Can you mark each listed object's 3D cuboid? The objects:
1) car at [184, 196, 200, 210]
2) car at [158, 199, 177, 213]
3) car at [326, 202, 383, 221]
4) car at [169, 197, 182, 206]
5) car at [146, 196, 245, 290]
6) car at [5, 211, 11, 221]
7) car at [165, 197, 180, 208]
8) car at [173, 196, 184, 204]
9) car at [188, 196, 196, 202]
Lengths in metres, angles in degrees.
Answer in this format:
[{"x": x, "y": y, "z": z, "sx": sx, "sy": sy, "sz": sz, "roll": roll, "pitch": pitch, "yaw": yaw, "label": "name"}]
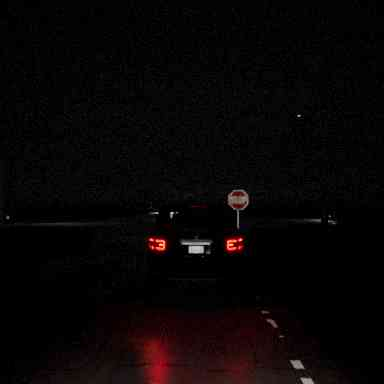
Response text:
[{"x": 0.007, "y": 1.382, "z": 44.445, "sx": 2.097, "sy": 1.767, "sz": 4.553, "roll": 0, "pitch": 0, "yaw": 1, "label": "car"}, {"x": -2.807, "y": 1.589, "z": 38.936, "sx": 1.994, "sy": 1.385, "sz": 4.181, "roll": 0, "pitch": 0, "yaw": -2, "label": "car"}, {"x": 13.644, "y": 1.539, "z": 26.605, "sx": 5.357, "sy": 1.411, "sz": 2.033, "roll": 0, "pitch": -1, "yaw": -1, "label": "car"}, {"x": -2.830, "y": 1.592, "z": 58.662, "sx": 2.033, "sy": 1.411, "sz": 5.357, "roll": 0, "pitch": 0, "yaw": 1, "label": "car"}, {"x": 0.091, "y": 1.225, "z": 9.217, "sx": 2.150, "sy": 2.045, "sz": 5.566, "roll": 0, "pitch": 0, "yaw": 0, "label": "car"}, {"x": -15.510, "y": 1.564, "z": 23.551, "sx": 4.902, "sy": 1.511, "sz": 2.128, "roll": 0, "pitch": -1, "yaw": -2, "label": "car"}, {"x": -2.870, "y": 1.513, "z": 48.899, "sx": 1.882, "sy": 1.535, "sz": 5.008, "roll": 0, "pitch": 0, "yaw": 0, "label": "car"}, {"x": -2.811, "y": 1.599, "z": 69.153, "sx": 2.033, "sy": 1.411, "sz": 5.357, "roll": 0, "pitch": 0, "yaw": 0, "label": "car"}, {"x": -0.071, "y": 1.608, "z": 81.142, "sx": 1.994, "sy": 1.385, "sz": 4.181, "roll": 0, "pitch": 0, "yaw": 0, "label": "car"}]
